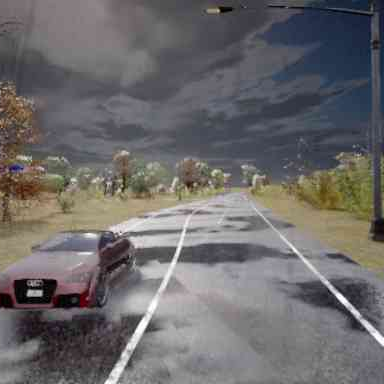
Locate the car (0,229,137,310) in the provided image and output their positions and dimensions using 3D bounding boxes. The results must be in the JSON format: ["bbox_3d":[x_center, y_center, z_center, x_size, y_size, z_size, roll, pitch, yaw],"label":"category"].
[{"bbox_3d":[-2.661,1.604,7.887,1.994,1.385,4.181,-1,0,4],"label":"car"}]
